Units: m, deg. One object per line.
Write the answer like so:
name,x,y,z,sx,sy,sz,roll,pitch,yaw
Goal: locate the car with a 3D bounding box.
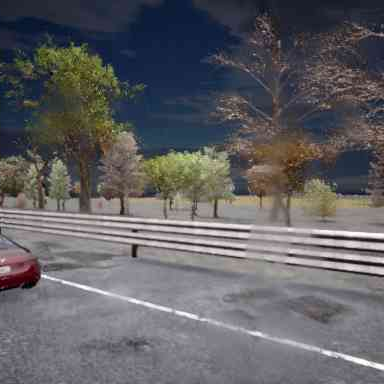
car,-5.513,1.581,8.027,4.181,1.385,1.994,0,0,36
